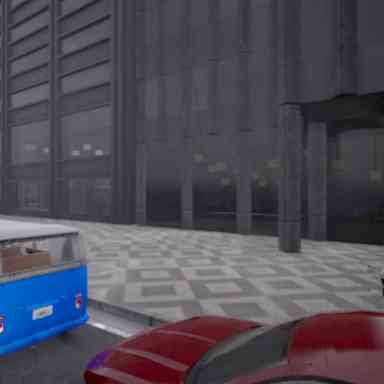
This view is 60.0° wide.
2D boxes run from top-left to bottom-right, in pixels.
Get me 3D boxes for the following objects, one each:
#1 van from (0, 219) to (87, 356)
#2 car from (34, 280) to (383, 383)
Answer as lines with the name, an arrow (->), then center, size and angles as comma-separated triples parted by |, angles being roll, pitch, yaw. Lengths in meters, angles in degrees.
van -> -3.455, 1.335, 5.424 | 3.998, 1.788, 1.690 | 0, 0, 35
car -> 1.114, 1.544, 2.170 | 4.507, 1.381, 1.887 | 0, 0, 35
